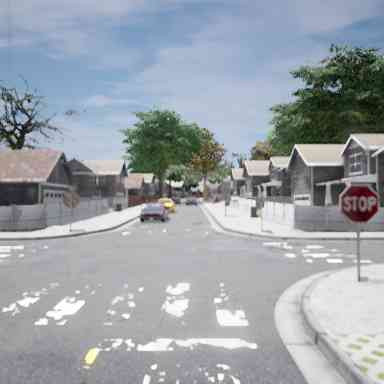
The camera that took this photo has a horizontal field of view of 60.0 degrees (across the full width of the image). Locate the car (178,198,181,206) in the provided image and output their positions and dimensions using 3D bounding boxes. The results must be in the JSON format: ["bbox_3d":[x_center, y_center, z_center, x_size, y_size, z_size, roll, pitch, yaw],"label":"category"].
[{"bbox_3d":[-2.896,1.574,55.787,1.994,1.385,4.181,0,0,0],"label":"car"}]

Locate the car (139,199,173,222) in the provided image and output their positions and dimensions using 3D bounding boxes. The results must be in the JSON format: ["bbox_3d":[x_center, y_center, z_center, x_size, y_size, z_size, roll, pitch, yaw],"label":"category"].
[{"bbox_3d":[-2.888,1.547,26.310,2.033,1.411,5.357,0,0,0],"label":"car"}]

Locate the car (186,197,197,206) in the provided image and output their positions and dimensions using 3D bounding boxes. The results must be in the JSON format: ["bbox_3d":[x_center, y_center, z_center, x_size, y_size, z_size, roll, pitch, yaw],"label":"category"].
[{"bbox_3d":[-0.097,1.556,55.313,2.033,1.411,5.357,0,0,0],"label":"car"}]

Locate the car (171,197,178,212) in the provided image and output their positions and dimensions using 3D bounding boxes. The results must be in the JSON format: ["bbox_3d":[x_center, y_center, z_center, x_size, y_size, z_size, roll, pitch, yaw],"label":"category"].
[{"bbox_3d":[-2.906,1.479,36.325,1.882,1.535,5.008,0,0,0],"label":"car"}]
